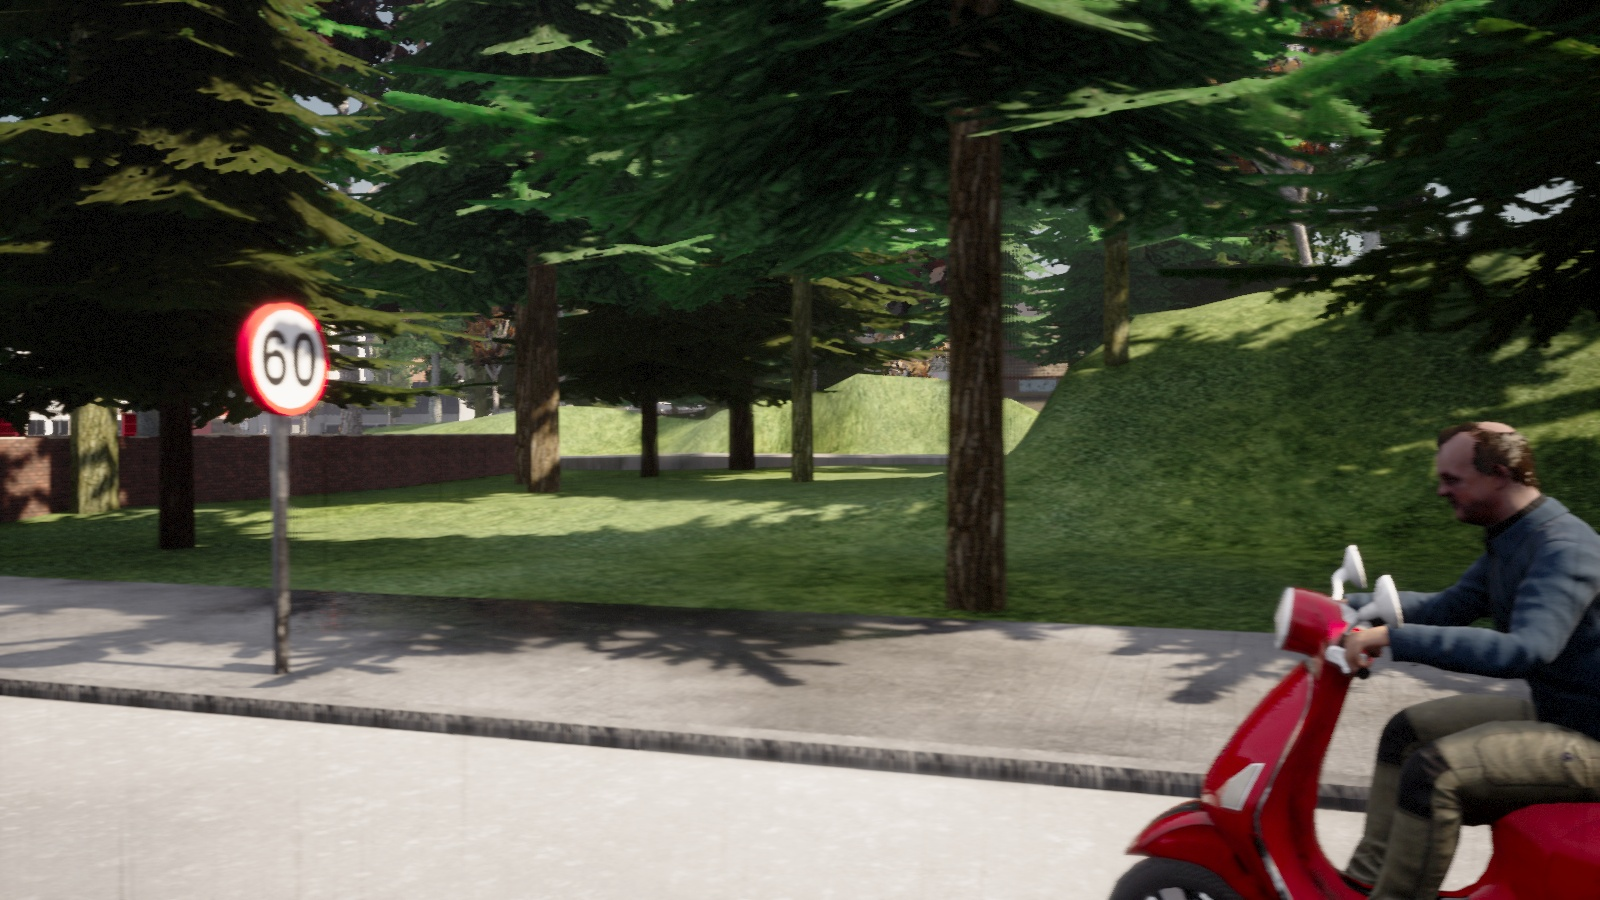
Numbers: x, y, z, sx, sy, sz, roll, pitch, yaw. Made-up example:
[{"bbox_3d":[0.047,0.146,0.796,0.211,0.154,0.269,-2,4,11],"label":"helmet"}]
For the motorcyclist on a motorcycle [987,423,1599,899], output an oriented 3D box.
[{"bbox_3d":[1.464,0.733,3.227,1.817,1.590,0.866,1,1,19],"label":"motorcyclist on a motorcycle"}]
